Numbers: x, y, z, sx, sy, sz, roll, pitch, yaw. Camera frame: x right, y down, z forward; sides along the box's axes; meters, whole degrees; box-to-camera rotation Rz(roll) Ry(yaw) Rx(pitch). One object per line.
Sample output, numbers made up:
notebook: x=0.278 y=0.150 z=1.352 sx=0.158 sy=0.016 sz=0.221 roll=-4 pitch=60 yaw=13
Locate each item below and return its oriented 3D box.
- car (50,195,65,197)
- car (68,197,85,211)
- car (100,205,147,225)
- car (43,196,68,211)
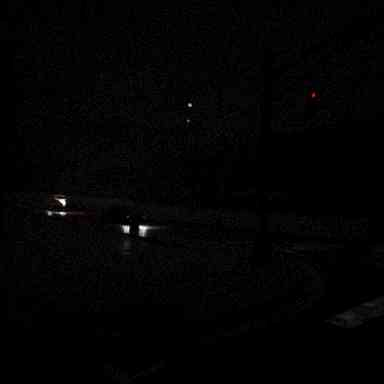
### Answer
car: x=-22.280 y=1.467 z=54.513 sx=2.150 sy=2.045 sz=5.566 roll=4 pitch=-1 yaw=-36
car: x=-16.406 y=1.858 z=46.383 sx=2.128 sy=1.511 sz=4.902 roll=4 pitch=-2 yaw=-35
car: x=-5.519 y=1.758 z=26.245 sx=2.033 sy=1.411 sz=5.357 roll=4 pitch=-3 yaw=-36
car: x=-18.550 y=1.702 z=44.505 sx=1.882 sy=1.535 sz=5.008 roll=4 pitch=-2 yaw=-35
